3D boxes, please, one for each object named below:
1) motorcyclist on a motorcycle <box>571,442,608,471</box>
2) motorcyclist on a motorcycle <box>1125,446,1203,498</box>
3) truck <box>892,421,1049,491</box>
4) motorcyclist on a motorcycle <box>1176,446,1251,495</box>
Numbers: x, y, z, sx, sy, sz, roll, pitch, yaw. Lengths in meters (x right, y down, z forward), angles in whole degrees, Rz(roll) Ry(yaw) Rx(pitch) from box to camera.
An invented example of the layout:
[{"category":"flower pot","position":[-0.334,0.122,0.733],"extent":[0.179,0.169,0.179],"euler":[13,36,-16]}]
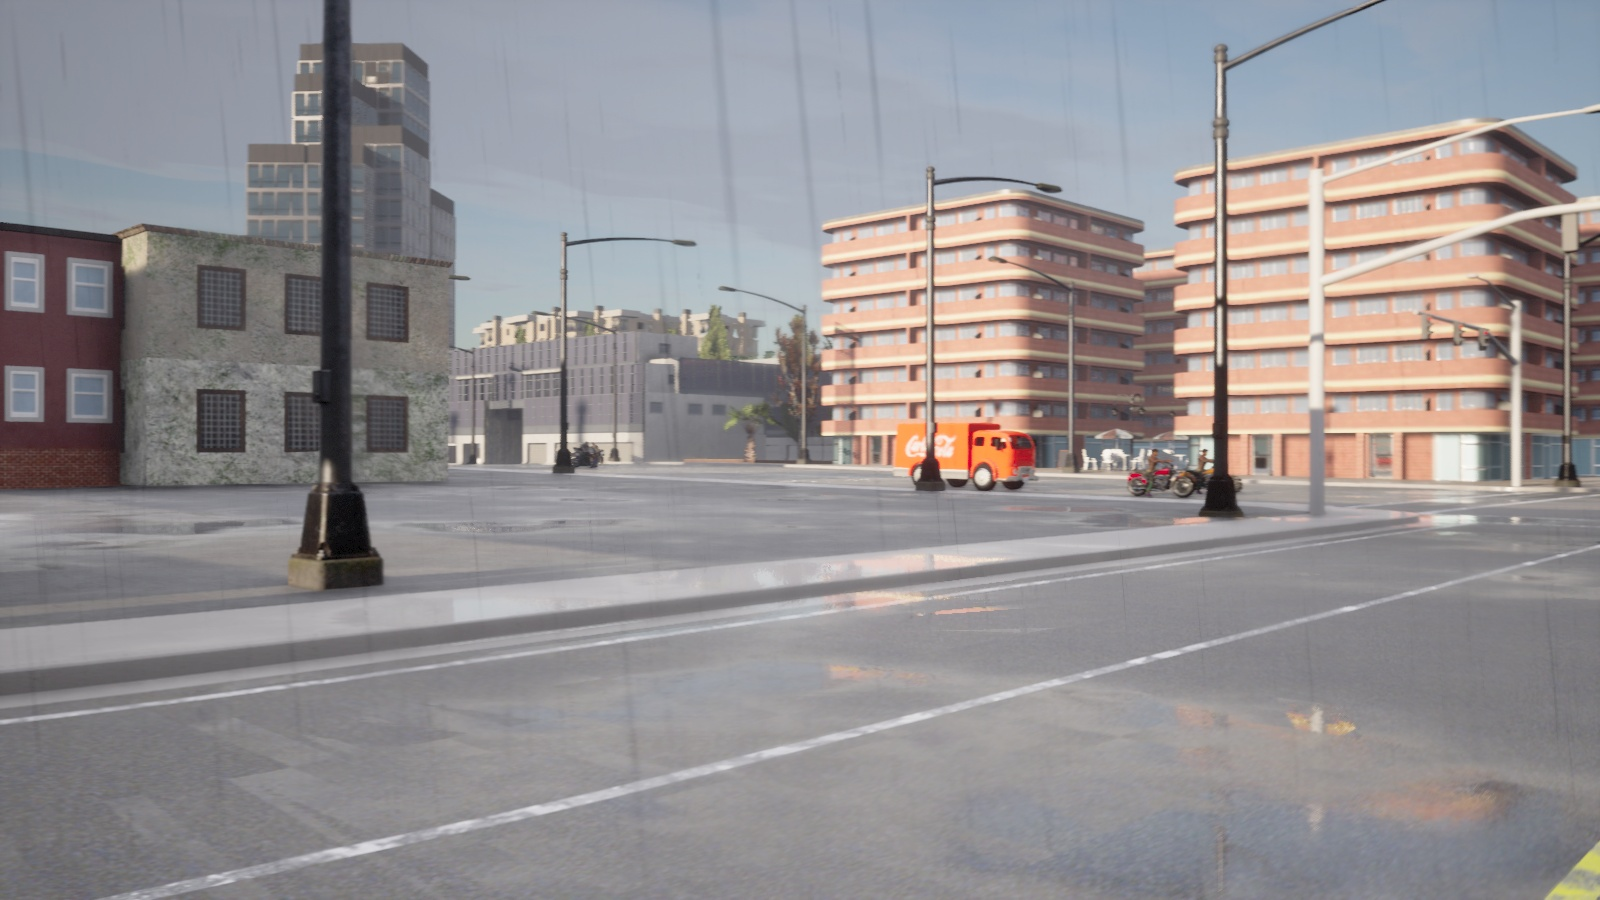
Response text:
[{"category":"motorcyclist on a motorcycle","position":[-11.545,0.357,68.754],"extent":[2.191,1.530,0.866],"euler":[1,1,44]},{"category":"motorcyclist on a motorcycle","position":[11.919,0.696,41.183],"extent":[2.350,1.649,0.766],"euler":[1,1,44]},{"category":"truck","position":[6.288,0.188,46.634],"extent":[5.204,2.467,2.627],"euler":[1,1,44]},{"category":"motorcyclist on a motorcycle","position":[14.368,0.694,43.684],"extent":[2.350,1.649,0.766],"euler":[1,1,44]}]
